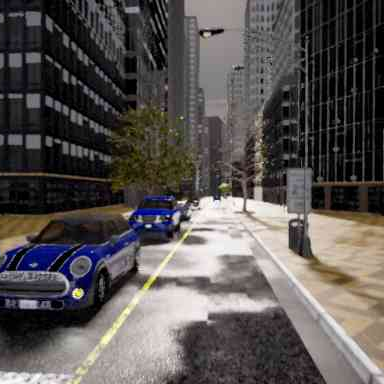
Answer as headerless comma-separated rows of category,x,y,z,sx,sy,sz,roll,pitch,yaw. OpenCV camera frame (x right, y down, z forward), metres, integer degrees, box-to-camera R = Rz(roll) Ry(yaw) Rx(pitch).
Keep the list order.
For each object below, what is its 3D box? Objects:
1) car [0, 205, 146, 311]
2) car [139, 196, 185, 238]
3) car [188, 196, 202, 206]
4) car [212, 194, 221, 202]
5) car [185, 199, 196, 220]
car,-2.687,1.363,8.010,2.097,1.767,4.553,0,0,4
car,-1.880,1.268,18.504,2.150,2.045,5.566,0,0,4
car,0.198,1.365,44.173,1.837,1.490,4.892,0,0,4
car,6.621,1.600,88.435,2.150,2.045,5.566,0,0,4
car,-1.072,1.632,28.927,2.033,1.411,5.357,0,0,4
